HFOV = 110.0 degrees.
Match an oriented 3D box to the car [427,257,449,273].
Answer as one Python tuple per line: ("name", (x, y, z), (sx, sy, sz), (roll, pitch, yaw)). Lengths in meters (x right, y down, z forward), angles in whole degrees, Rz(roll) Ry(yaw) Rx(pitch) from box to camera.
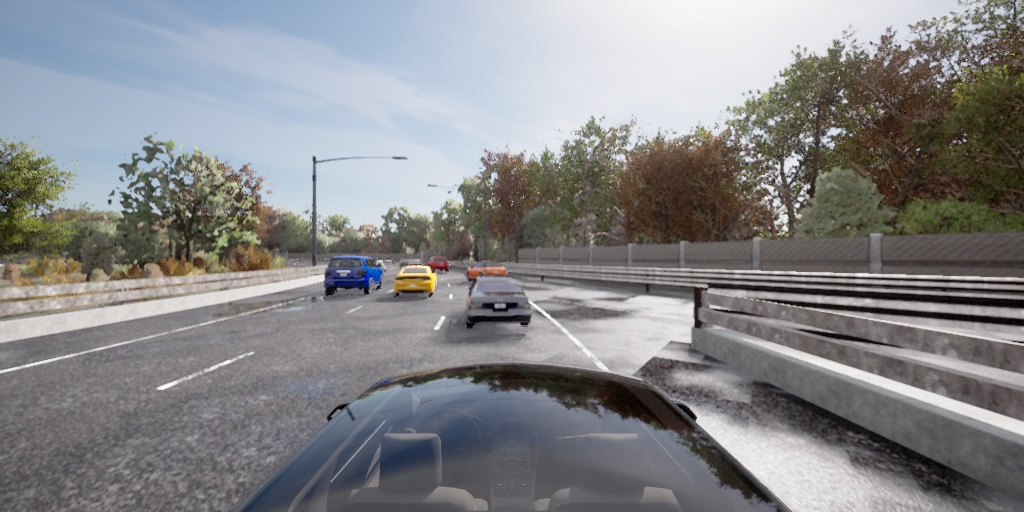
("car", (-9.820, 1.114, 46.771), (2.150, 2.045, 5.566), (0, 0, -24))

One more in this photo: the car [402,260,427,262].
("car", (-11.763, 1.355, 42.556), (1.882, 1.535, 5.008), (0, 0, -22))

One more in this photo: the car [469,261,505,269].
("car", (-2.100, 1.183, 28.278), (2.097, 1.767, 4.553), (0, 0, -25))

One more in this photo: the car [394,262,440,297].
("car", (-5.161, 1.284, 19.593), (1.882, 1.535, 5.008), (0, 0, -9))

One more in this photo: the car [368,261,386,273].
("car", (-18.222, 1.422, 48.393), (1.812, 1.442, 4.674), (0, 0, -26))

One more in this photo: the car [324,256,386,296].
("car", (-8.797, 1.030, 20.306), (2.150, 2.045, 5.566), (0, 0, -11))

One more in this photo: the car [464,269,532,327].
("car", (-0.556, 1.326, 11.652), (2.033, 1.411, 5.357), (0, 0, -6))
